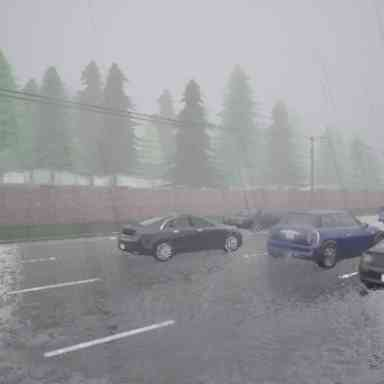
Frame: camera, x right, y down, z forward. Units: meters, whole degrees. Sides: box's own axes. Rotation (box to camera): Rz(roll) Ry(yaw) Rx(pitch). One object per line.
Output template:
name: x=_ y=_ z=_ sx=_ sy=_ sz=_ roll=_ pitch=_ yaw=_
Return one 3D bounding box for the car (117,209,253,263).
car: x=-0.269 y=1.523 z=12.151 sx=4.892 sy=1.490 sz=1.837 roll=0 pitch=0 yaw=-35

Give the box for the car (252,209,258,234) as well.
car: x=4.127 y=1.639 z=19.585 sx=4.718 sy=1.301 sz=1.895 roll=0 pitch=0 yaw=-36

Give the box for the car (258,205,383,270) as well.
car: x=4.724 y=1.379 z=11.413 sx=4.553 sy=1.767 sz=2.097 roll=0 pitch=0 yaw=-35

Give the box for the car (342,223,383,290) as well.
car: x=5.751 y=1.550 z=7.863 sx=4.674 sy=1.442 sz=1.812 roll=0 pitch=0 yaw=-36
